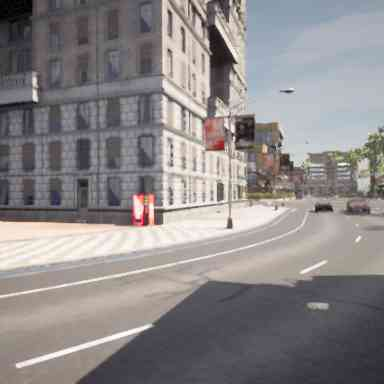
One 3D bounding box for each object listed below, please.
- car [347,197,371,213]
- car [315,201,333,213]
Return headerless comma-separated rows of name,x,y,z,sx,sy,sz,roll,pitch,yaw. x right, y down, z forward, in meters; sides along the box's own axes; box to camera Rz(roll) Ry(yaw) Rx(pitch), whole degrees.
car,18.279,1.374,36.578,2.097,1.767,4.553,0,0,21
car,15.090,1.649,38.023,1.895,1.301,4.718,0,0,21
